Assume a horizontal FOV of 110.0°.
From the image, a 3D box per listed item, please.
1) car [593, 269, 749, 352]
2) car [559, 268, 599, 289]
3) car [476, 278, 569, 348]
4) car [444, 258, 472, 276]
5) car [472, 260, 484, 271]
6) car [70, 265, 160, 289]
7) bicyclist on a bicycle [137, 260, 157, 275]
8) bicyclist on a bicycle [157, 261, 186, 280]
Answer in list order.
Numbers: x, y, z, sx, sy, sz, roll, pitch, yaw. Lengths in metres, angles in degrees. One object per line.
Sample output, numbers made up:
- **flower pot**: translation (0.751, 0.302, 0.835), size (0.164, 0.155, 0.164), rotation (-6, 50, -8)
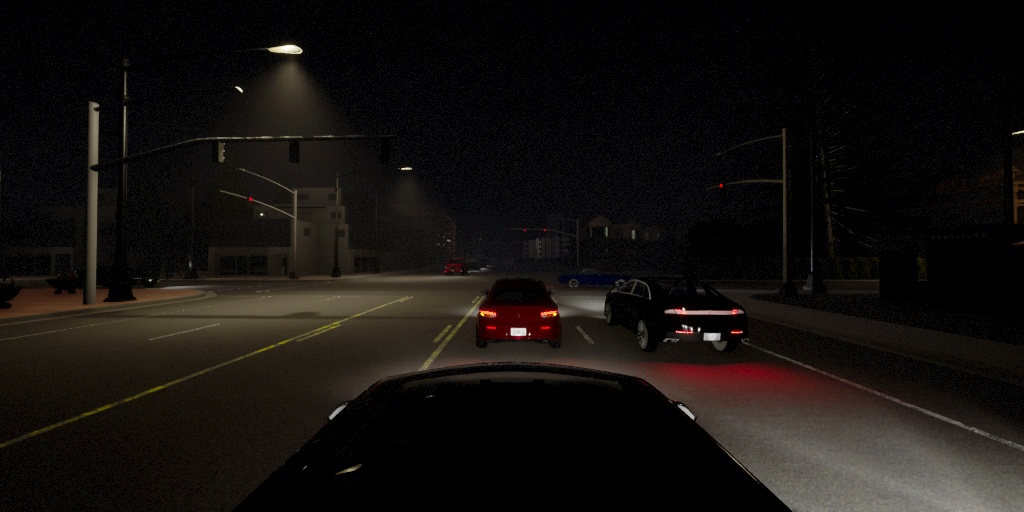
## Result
- **car**: translation (3.655, 1.250, 8.895), size (2.128, 1.511, 4.902), rotation (0, 0, 1)
- **car**: translation (5.507, 1.453, 23.440), size (4.718, 1.301, 1.895), rotation (0, -1, 17)
- **car**: translation (0.165, 1.288, 9.140), size (1.812, 1.442, 4.674), rotation (0, 0, 1)
- **car**: translation (-6.577, 1.282, 42.861), size (2.150, 2.045, 5.566), rotation (0, 0, 1)
- **car**: translation (-6.360, 1.682, 58.867), size (2.033, 1.411, 5.357), rotation (0, 0, 1)
- **car**: translation (-25.857, 1.332, 23.292), size (4.892, 1.490, 1.837), rotation (0, -1, 1)
- **bicyclist on a bicycle**: translation (-31.228, 1.169, 31.240), size (1.656, 1.620, 0.582), rotation (19, 7, -25)
- **bicyclist on a bicycle**: translation (-29.288, 1.231, 31.026), size (1.656, 1.620, 0.582), rotation (1, -1, -22)
